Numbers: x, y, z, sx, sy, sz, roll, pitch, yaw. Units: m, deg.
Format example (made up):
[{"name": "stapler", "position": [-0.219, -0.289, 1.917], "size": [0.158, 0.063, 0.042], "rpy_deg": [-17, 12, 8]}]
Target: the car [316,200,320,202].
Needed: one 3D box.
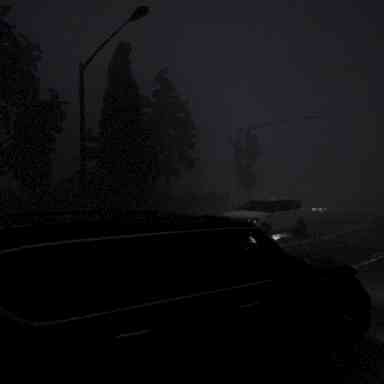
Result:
[{"name": "car", "position": [19.750, 1.853, 54.918], "size": [2.128, 1.511, 4.902], "rpy_deg": [-1, -1, -1]}]

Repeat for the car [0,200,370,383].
[{"name": "car", "position": [-0.210, 1.230, 3.752], "size": [5.566, 2.045, 2.150], "rpy_deg": [0, 0, -37]}]

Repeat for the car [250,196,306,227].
[{"name": "car", "position": [6.570, 1.328, 24.843], "size": [2.150, 2.045, 5.566], "rpy_deg": [0, 0, 37]}]

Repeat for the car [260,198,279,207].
[{"name": "car", "position": [15.187, 2.048, 65.220], "size": [1.882, 1.535, 5.008], "rpy_deg": [-1, 0, -9]}]

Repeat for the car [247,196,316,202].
[{"name": "car", "position": [3.696, 1.271, 16.502], "size": [5.566, 2.045, 2.150], "rpy_deg": [0, 0, -44]}]
